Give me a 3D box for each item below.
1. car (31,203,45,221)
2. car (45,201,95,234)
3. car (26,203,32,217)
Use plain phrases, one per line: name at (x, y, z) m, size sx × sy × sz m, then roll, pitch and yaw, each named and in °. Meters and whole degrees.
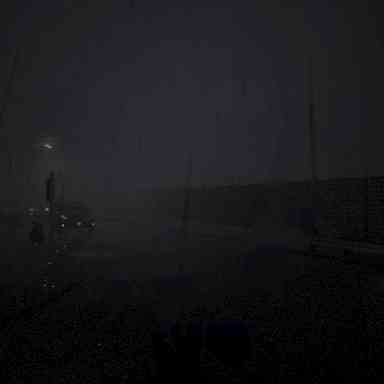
car at (-13.595, 2.071, 31.578) m, size 2.128 × 1.511 × 4.902 m, roll 1°, pitch -1°, yaw -31°
car at (-8.381, 1.645, 22.903) m, size 2.150 × 2.045 × 5.566 m, roll 1°, pitch -1°, yaw -31°
car at (-18.649, 2.084, 40.033) m, size 2.097 × 1.767 × 4.553 m, roll 1°, pitch -1°, yaw -31°
